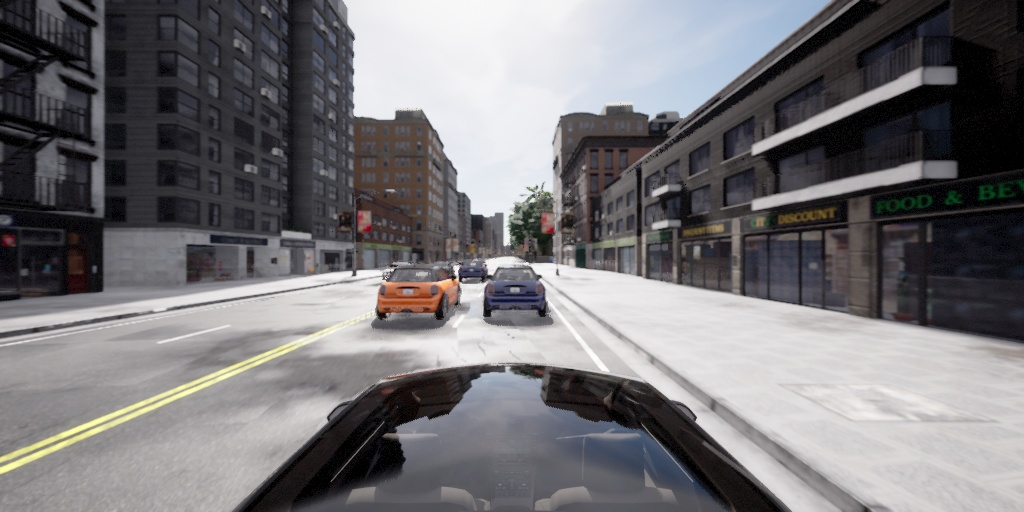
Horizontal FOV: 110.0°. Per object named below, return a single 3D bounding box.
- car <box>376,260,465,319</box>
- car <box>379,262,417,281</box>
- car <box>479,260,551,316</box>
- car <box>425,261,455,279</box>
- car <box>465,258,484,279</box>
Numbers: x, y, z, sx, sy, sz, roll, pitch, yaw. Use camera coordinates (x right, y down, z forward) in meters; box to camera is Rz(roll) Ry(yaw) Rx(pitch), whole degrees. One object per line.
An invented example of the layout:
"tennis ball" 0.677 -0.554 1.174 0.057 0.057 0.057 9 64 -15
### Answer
"car" -3.152 1.105 12.990 2.097 1.767 4.553 0 0 0
"car" -9.850 1.285 31.410 1.812 1.442 4.674 0 0 0
"car" 0.098 1.106 13.561 2.097 1.767 4.553 0 0 0
"car" -6.600 1.265 33.431 1.837 1.490 4.892 0 0 0
"car" -3.155 1.111 30.031 2.097 1.767 4.553 0 0 0
